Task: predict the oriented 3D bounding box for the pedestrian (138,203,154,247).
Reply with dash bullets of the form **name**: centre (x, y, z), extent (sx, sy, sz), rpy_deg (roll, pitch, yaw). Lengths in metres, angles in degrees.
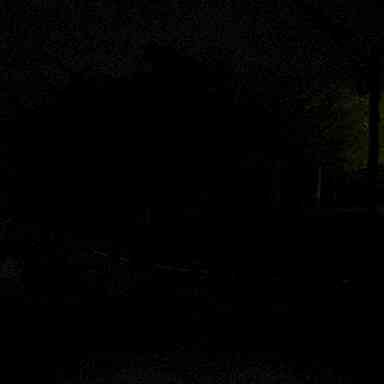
- **pedestrian**: centre (-1.877, 1.326, 13.821), extent (0.375, 1.860, 0.375), rpy_deg (-3, 3, -40)
